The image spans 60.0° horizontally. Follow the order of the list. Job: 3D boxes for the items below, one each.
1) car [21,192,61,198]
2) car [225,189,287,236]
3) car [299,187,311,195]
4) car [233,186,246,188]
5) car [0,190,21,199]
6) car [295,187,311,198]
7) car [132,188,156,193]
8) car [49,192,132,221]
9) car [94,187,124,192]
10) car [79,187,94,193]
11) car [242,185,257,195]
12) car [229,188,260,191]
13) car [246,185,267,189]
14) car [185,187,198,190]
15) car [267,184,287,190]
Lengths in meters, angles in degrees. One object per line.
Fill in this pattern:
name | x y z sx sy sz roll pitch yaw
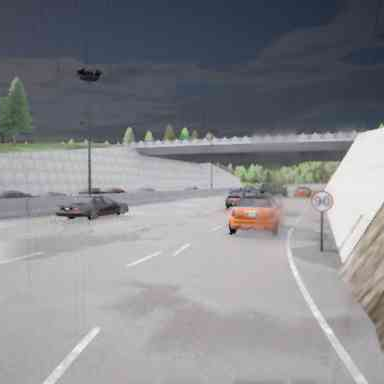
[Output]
car | -13.572 0.671 31.684 1.994 1.385 4.181 1 2 22
car | 3.183 0.916 15.824 2.097 1.767 4.553 1 2 18
car | 21.531 -0.240 63.234 1.882 1.535 5.008 1 2 21
car | 7.640 -0.075 56.615 1.882 1.535 5.008 1 2 21
car | -19.599 0.543 35.483 2.033 1.411 5.357 1 2 22
car | 17.447 -0.078 52.589 2.097 1.767 4.553 1 2 21
car | -7.058 0.139 48.179 1.882 1.535 5.008 1 2 22
car | -6.182 0.951 21.255 2.033 1.411 5.357 1 2 21
car | -12.755 0.005 52.779 1.882 1.535 5.008 1 1 22
car | -16.203 0.008 53.564 1.837 1.490 4.892 1 1 22
car | 11.446 -0.458 66.275 2.097 1.767 4.553 1 2 21
car | 4.231 0.705 28.591 2.128 1.511 4.902 1 2 21
car | 10.896 -0.022 55.334 2.128 1.511 4.902 1 2 21
car | -0.145 -0.284 65.501 1.882 1.535 5.008 1 2 21
car | 14.164 -0.254 54.073 2.150 2.045 5.566 1 2 21
